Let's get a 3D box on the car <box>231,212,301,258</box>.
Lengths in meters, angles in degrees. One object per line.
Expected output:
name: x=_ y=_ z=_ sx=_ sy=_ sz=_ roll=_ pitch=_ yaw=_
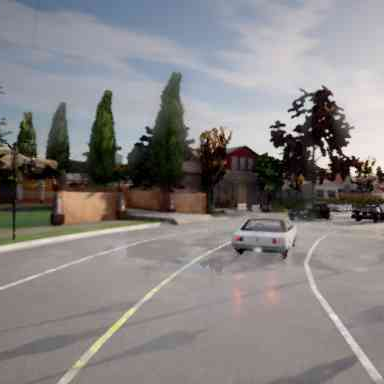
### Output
car: x=3.064 y=1.670 z=13.223 sx=1.895 sy=1.301 sz=4.718 roll=0 pitch=0 yaw=22

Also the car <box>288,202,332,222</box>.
car: x=10.372 y=1.657 z=29.284 sx=4.553 sy=1.767 sz=2.097 roll=1 pitch=-1 yaw=-41

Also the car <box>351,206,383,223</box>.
car: x=16.176 y=1.939 z=29.406 sx=5.357 sy=1.411 sz=2.033 roll=1 pitch=-1 yaw=-37
